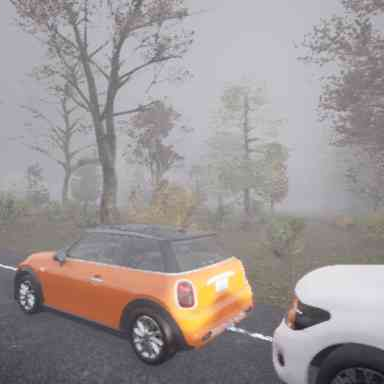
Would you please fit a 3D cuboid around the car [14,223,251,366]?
[{"bbox_3d":[-1.284,1.379,6.093,4.553,1.767,2.097,0,0,36],"label":"car"}]

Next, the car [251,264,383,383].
[{"bbox_3d":[3.513,1.243,2.634,5.566,2.045,2.150,0,0,36],"label":"car"}]
